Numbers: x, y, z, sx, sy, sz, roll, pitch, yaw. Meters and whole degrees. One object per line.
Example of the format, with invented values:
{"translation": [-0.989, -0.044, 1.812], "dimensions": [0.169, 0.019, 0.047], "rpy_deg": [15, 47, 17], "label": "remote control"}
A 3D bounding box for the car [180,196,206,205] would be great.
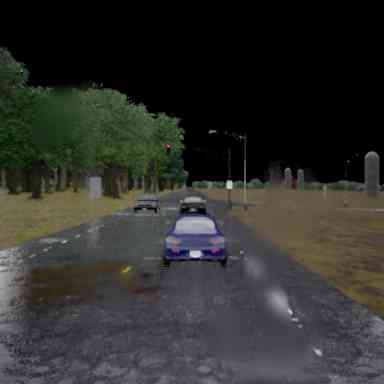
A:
{"translation": [0.071, 1.078, 26.128], "dimensions": [1.882, 1.535, 5.008], "rpy_deg": [0, 0, 0], "label": "car"}

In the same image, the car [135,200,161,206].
{"translation": [-3.531, 0.838, 27.265], "dimensions": [2.033, 1.411, 5.357], "rpy_deg": [0, 1, 0], "label": "car"}

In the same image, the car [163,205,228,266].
{"translation": [0.089, 1.381, 10.818], "dimensions": [1.812, 1.442, 4.674], "rpy_deg": [0, 1, 0], "label": "car"}
